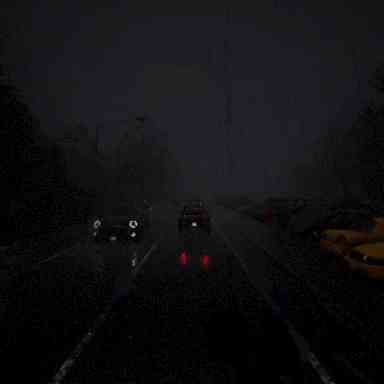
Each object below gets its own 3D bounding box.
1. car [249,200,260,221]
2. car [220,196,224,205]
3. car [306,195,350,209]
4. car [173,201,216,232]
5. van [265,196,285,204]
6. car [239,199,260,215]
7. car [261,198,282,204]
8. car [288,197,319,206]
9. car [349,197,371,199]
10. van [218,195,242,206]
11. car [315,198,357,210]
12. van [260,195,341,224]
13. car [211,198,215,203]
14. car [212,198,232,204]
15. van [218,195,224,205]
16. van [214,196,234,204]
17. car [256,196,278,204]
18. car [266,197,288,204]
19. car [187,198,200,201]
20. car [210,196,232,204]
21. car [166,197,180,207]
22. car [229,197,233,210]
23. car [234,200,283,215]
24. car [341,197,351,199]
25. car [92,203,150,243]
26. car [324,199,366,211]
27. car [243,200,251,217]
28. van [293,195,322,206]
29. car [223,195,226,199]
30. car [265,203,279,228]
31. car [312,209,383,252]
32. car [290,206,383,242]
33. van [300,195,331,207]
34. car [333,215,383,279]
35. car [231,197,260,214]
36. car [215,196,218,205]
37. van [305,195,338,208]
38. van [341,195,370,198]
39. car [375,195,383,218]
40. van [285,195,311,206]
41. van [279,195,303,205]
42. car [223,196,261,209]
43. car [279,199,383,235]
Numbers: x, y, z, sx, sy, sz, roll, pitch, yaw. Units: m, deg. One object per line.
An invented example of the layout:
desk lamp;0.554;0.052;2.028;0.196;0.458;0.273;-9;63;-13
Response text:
car;7.017;1.591;24.956;4.792;1.488;2.163;0;0;0
car;7.206;1.693;49.941;5.008;1.535;2.097;0;0;0
car;20.263;1.437;49.848;5.566;2.045;2.435;0;0;0
car;0.134;1.547;20.518;2.128;1.511;4.902;0;0;0
van;20.628;2.019;82.942;4.442;1.987;1.878;0;-1;0
car;7.054;1.621;30.508;4.792;1.488;2.163;0;0;0
car;20.523;2.305;85.708;4.892;1.521;2.231;0;-1;0
car;20.369;1.772;60.782;5.008;1.535;2.097;0;-1;0
car;20.193;1.614;35.872;5.008;1.535;2.097;0;0;0
van;7.187;1.614;63.806;4.442;1.987;1.878;0;-1;0
car;20.267;1.673;46.952;5.008;1.535;2.097;0;0;0
van;7.144;1.321;22.180;4.442;1.987;1.878;0;0;0
car;7.383;2.077;74.903;5.008;1.535;2.097;0;-1;0
car;7.463;2.284;83.228;4.792;1.488;2.163;0;-1;0
van;7.132;1.497;55.495;4.442;1.987;1.878;0;0;0
van;7.513;1.910;77.682;4.442;1.987;1.878;0;-1;0
car;20.594;2.179;91.248;5.566;2.045;2.435;0;-2;0
car;20.461;2.060;80.172;4.553;1.767;2.185;0;-1;0
car;0.207;1.484;38.433;2.097;1.767;4.553;0;0;0
car;7.423;2.063;86.010;5.566;2.045;2.435;0;-1;0
car;-3.117;1.637;55.979;2.097;1.767;4.553;0;-1;1
car;7.132;1.636;38.836;4.892;1.521;2.231;0;0;0
car;7.126;1.621;36.060;4.892;1.521;2.231;0;0;0
car;20.221;1.670;38.766;4.674;1.452;2.002;0;0;0
car;-3.326;1.394;16.322;2.097;1.767;4.553;0;0;0
car;20.252;1.698;44.181;4.674;1.452;2.002;0;0;0
car;7.035;1.606;27.732;4.792;1.488;2.163;0;0;0
van;20.230;1.506;58.167;4.442;1.987;1.878;0;-1;0
car;7.162;1.553;47.166;4.553;1.767;2.185;0;0;0
car;7.039;1.562;19.403;4.792;1.488;2.163;0;0;0
car;7.139;1.507;11.082;5.366;1.575;1.946;0;0;0
car;6.966;1.513;13.851;4.892;1.521;2.231;0;0;0
van;20.444;1.491;55.262;4.442;1.987;1.878;0;0;0
car;6.751;1.510;8.432;5.366;1.575;1.946;0;0;0
car;6.916;1.603;33.286;5.366;1.575;1.946;0;0;0
car;7.296;1.486;58.270;5.566;2.045;2.435;0;0;0
van;20.427;1.477;52.617;4.442;1.987;1.878;0;0;0
van;20.353;1.418;41.537;4.442;1.987;1.878;0;0;0
car;20.134;1.334;30.332;5.566;2.045;2.435;0;0;0
van;20.266;1.606;63.558;4.442;1.987;1.878;0;-1;0
van;20.536;1.724;69.094;4.442;1.987;1.878;0;-1;0
car;6.971;1.646;41.614;5.366;1.575;1.946;0;0;0
car;7.022;1.395;16.631;4.553;1.767;2.185;0;0;0
